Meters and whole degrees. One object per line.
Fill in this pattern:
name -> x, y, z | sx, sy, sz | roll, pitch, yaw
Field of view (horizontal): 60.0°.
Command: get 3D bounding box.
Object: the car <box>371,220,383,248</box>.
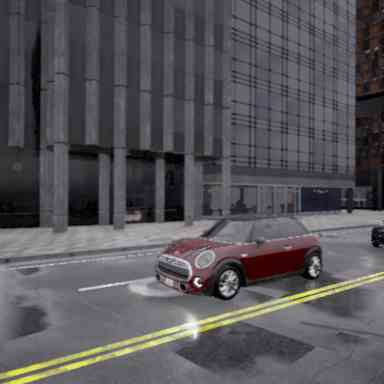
car -> 9.858, 1.663, 14.708 | 5.008, 1.535, 1.882 | 1, 0, -35

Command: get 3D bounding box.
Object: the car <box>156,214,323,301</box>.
car -> 1.335, 1.419, 8.630 | 4.553, 1.767, 2.097 | 1, 0, -36
